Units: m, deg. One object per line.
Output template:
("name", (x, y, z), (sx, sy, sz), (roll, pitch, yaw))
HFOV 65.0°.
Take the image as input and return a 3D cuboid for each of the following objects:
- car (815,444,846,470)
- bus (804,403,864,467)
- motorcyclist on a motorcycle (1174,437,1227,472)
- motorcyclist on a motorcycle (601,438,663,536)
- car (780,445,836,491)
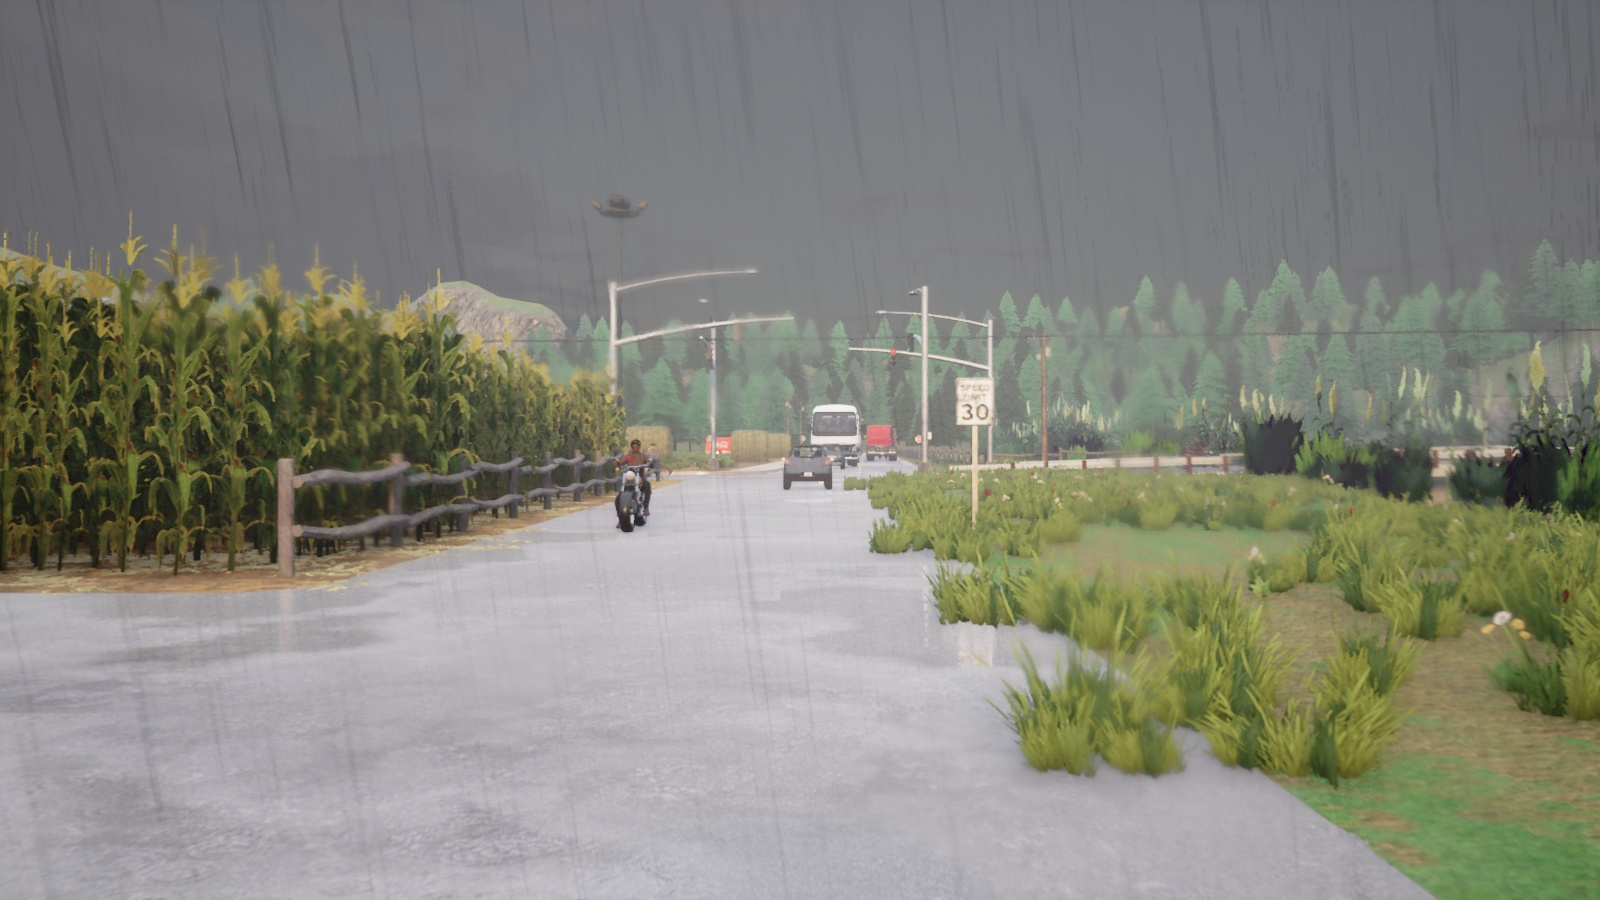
("car", (1.877, 0.398, 75.993), (1.789, 1.549, 3.705), (0, 0, 3))
("bus", (2.543, -1.004, 88.276), (3.944, 4.253, 10.273), (0, 0, 3))
("motorcyclist on a motorcycle", (18.778, 0.198, 58.971), (2.191, 1.530, 0.866), (-2, 0, 6))
("motorcyclist on a motorcycle", (-2.955, 0.608, 22.313), (0.766, 1.649, 2.350), (0, 0, 0))
("car", (0.266, 0.594, 43.179), (1.845, 1.501, 3.633), (0, 0, 0))
